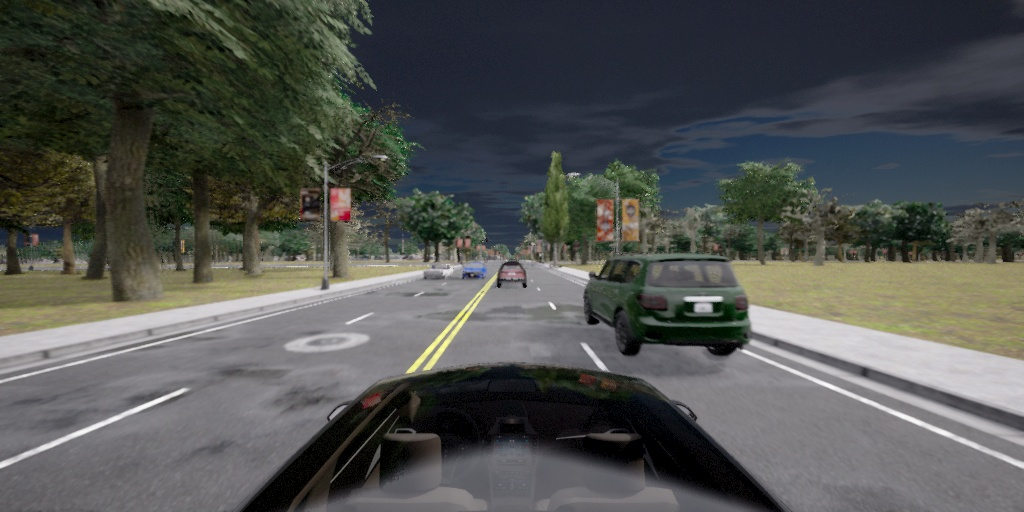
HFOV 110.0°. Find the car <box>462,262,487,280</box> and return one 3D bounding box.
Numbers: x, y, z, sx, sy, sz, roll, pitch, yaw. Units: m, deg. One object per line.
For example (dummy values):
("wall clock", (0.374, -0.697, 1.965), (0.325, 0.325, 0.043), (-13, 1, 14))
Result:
("car", (-3.255, 1.285, 31.874), (1.882, 1.535, 5.008), (0, 0, 0))

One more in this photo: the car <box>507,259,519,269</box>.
("car", (0.091, 1.299, 56.742), (1.837, 1.490, 4.892), (0, 0, 0))

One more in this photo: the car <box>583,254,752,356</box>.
("car", (3.248, 0.973, 8.767), (2.150, 2.045, 5.566), (0, 0, 0))

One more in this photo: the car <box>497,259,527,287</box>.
("car", (-0.012, 1.191, 24.913), (2.033, 1.649, 4.856), (0, 0, 0))

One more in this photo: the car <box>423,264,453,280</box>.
("car", (-6.505, 1.397, 31.843), (1.895, 1.301, 4.718), (0, 0, 0))
